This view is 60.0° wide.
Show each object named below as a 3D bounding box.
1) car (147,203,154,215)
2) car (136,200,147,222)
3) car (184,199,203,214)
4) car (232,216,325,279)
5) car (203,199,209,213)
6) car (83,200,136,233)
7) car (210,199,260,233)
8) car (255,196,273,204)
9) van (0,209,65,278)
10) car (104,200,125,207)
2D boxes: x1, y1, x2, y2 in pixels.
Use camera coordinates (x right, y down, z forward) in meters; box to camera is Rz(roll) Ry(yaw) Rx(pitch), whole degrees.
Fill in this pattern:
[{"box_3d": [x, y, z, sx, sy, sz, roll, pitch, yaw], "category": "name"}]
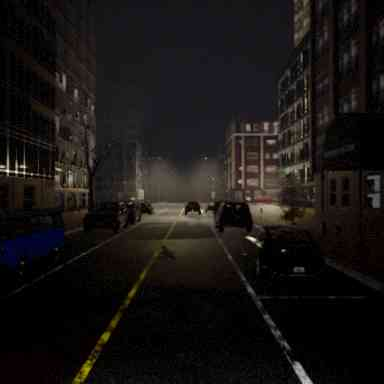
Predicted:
[{"box_3d": [-5.304, 1.938, 37.952, 1.802, 1.307, 4.206, 0, -1, 0], "category": "car"}, {"box_3d": [-5.308, 1.566, 26.838, 2.192, 1.841, 5.009, 0, -1, 0], "category": "car"}, {"box_3d": [0.108, 1.875, 40.038, 1.837, 1.490, 4.892, 0, -2, 0], "category": "car"}, {"box_3d": [2.568, 1.646, 10.158, 2.008, 1.369, 4.403, 0, -1, 0], "category": "car"}, {"box_3d": [2.578, 1.934, 43.679, 1.752, 1.417, 4.829, 0, -1, 0], "category": "car"}, {"box_3d": [-5.310, 1.514, 21.279, 2.192, 1.841, 5.009, 0, -1, 0], "category": "car"}, {"box_3d": [2.571, 1.514, 21.277, 2.192, 1.841, 5.009, 0, -1, 0], "category": "car"}, {"box_3d": [15.337, 1.787, 73.869, 5.009, 1.841, 2.192, -1, 0, -1], "category": "car"}, {"box_3d": [-5.313, 1.437, 10.162, 1.690, 1.788, 3.998, 0, -1, 0], "category": "van"}, {"box_3d": [-17.091, 2.456, 73.470, 4.313, 1.339, 1.947, -1, 0, -1], "category": "car"}]
